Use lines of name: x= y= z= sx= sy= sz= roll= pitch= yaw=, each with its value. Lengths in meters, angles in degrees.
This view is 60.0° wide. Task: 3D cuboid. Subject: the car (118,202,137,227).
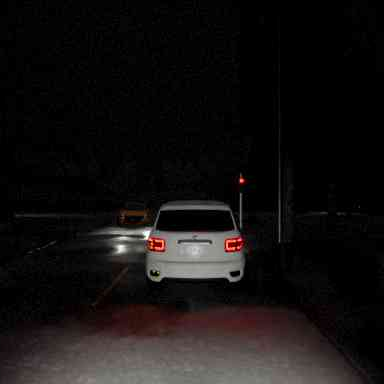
car: x=-3.926 y=1.478 z=23.217 sx=1.882 sy=1.535 sz=5.008 roll=1 pitch=0 yaw=-6

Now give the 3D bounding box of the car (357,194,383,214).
car: x=20.224 y=1.221 z=34.627 sx=5.566 sy=2.045 sz=2.150 roll=0 pitch=0 yaw=0

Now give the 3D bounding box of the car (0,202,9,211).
car: x=-20.100 y=1.221 z=30.818 sx=5.566 sy=2.045 sz=2.150 roll=0 pitch=0 yaw=1

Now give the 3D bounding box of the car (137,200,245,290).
car: x=0.103 y=1.221 z=9.207 sx=2.150 sy=2.045 sz=5.566 roll=0 pitch=0 yaw=1
